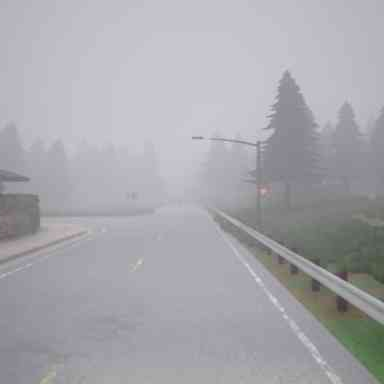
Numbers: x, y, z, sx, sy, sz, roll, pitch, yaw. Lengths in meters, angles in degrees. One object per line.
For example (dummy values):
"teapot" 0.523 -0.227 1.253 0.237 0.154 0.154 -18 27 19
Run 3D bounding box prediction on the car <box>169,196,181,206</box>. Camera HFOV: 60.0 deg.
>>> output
"car" -3.476 1.874 69.657 2.150 2.045 5.566 0 -1 0
